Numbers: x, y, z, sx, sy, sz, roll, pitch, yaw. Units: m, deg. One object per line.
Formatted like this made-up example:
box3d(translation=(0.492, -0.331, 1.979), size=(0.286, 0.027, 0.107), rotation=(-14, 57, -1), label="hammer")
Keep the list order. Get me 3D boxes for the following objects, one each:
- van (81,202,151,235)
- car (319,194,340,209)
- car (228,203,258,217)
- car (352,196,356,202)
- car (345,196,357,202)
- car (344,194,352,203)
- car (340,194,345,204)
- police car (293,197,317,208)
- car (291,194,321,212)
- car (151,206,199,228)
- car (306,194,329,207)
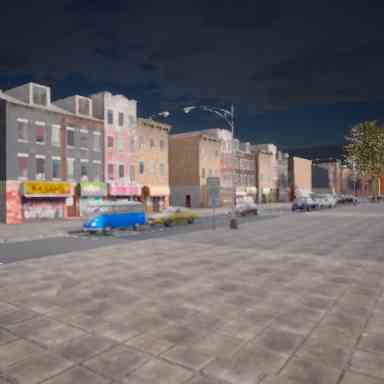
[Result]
box3d(translation=(-4.563, 1.509, 19.699), size=(1.690, 1.788, 3.998), rotation=(-1, 0, 36), label="van")
box3d(translation=(19.621, 1.335, 48.971), size=(2.150, 2.045, 5.566), rotation=(-1, 0, 36), label="car")
box3d(translation=(5.235, 1.737, 33.389), size=(1.802, 1.307, 4.206), rotation=(-1, 0, 36), label="car")
box3d(translation=(34.621, 1.444, 74.465), size=(2.192, 1.841, 5.009), rotation=(-1, 0, 36), label="car")
box3d(translation=(37.888, 1.710, 79.028), size=(1.802, 1.307, 4.206), rotation=(-1, 0, 36), label="car")
box3d(translation=(31.355, 1.446, 69.901), size=(2.192, 1.841, 5.009), rotation=(-1, 0, 36), label="car")
box3d(translation=(28.092, 1.678, 65.336), size=(1.887, 1.381, 4.507), rotation=(-1, 0, 36), label="car")
box3d(translation=(17.378, 1.571, 51.003), size=(1.930, 1.638, 5.238), rotation=(-1, 0, 36), label="police car")
box3d(translation=(13.843, 1.471, 40.812), size=(2.097, 1.767, 4.553), rotation=(-1, 0, 35), label="car")
box3d(translation=(-1.395, 1.689, 24.123), size=(1.752, 1.417, 4.829), rotation=(-1, 0, 36), label="car")
box3d(translation=(21.425, 1.370, 56.616), size=(2.150, 2.045, 5.566), rotation=(-1, 0, 36), label="car")
